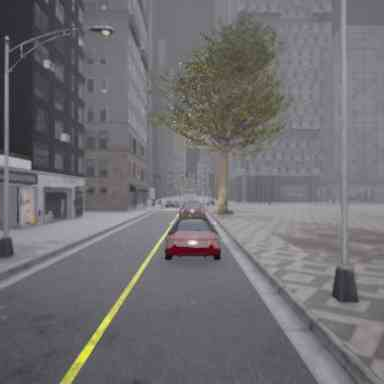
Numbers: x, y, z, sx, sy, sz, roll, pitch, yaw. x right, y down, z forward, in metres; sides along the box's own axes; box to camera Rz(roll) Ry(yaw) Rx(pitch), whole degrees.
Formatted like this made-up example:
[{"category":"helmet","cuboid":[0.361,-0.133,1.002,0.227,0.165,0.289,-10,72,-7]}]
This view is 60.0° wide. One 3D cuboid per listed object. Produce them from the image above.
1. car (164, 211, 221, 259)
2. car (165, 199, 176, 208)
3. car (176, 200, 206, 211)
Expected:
[{"category":"car","cuboid":[0.046,1.635,12.864,1.994,1.385,4.181,0,0,1]},{"category":"car","cuboid":[-3.050,1.854,52.085,1.994,1.385,4.181,0,0,1]},{"category":"car","cuboid":[0.041,1.500,27.490,2.097,1.767,4.553,0,0,1]}]
